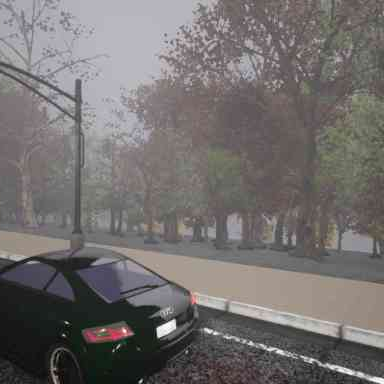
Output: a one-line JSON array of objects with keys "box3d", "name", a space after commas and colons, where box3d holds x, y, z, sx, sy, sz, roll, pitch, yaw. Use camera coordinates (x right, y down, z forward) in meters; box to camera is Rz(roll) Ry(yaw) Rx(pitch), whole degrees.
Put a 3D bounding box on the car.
[{"box3d": [-1.926, 1.563, 5.061, 4.181, 1.385, 1.994, 0, 0, 36], "name": "car"}]
